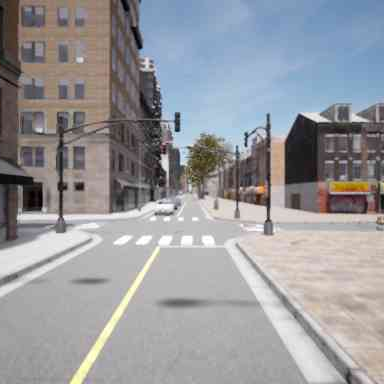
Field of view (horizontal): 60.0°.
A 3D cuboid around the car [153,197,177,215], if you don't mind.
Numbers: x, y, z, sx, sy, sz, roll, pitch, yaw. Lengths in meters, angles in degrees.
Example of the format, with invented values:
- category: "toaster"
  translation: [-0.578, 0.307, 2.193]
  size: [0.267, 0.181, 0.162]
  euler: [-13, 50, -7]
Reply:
- category: "car"
  translation: [-2.837, 1.569, 34.664]
  size: [1.812, 1.442, 4.674]
  euler: [0, 0, 0]

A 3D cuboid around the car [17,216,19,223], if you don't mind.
- category: "car"
  translation: [-13.946, 1.504, 21.012]
  size: [5.357, 1.411, 2.033]
  euler: [0, 0, 2]

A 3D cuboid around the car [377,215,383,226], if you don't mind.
- category: "car"
  translation: [13.896, 1.632, 20.172]
  size: [4.829, 1.417, 1.752]
  euler: [0, -1, 0]

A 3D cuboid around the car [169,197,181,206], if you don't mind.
- category: "car"
  translation: [-2.795, 1.590, 55.417]
  size: [1.812, 1.442, 4.674]
  euler: [0, 0, 0]

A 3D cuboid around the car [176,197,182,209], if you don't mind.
- category: "car"
  translation: [-2.834, 1.599, 44.443]
  size: [2.033, 1.411, 5.357]
  euler: [0, 0, 0]
